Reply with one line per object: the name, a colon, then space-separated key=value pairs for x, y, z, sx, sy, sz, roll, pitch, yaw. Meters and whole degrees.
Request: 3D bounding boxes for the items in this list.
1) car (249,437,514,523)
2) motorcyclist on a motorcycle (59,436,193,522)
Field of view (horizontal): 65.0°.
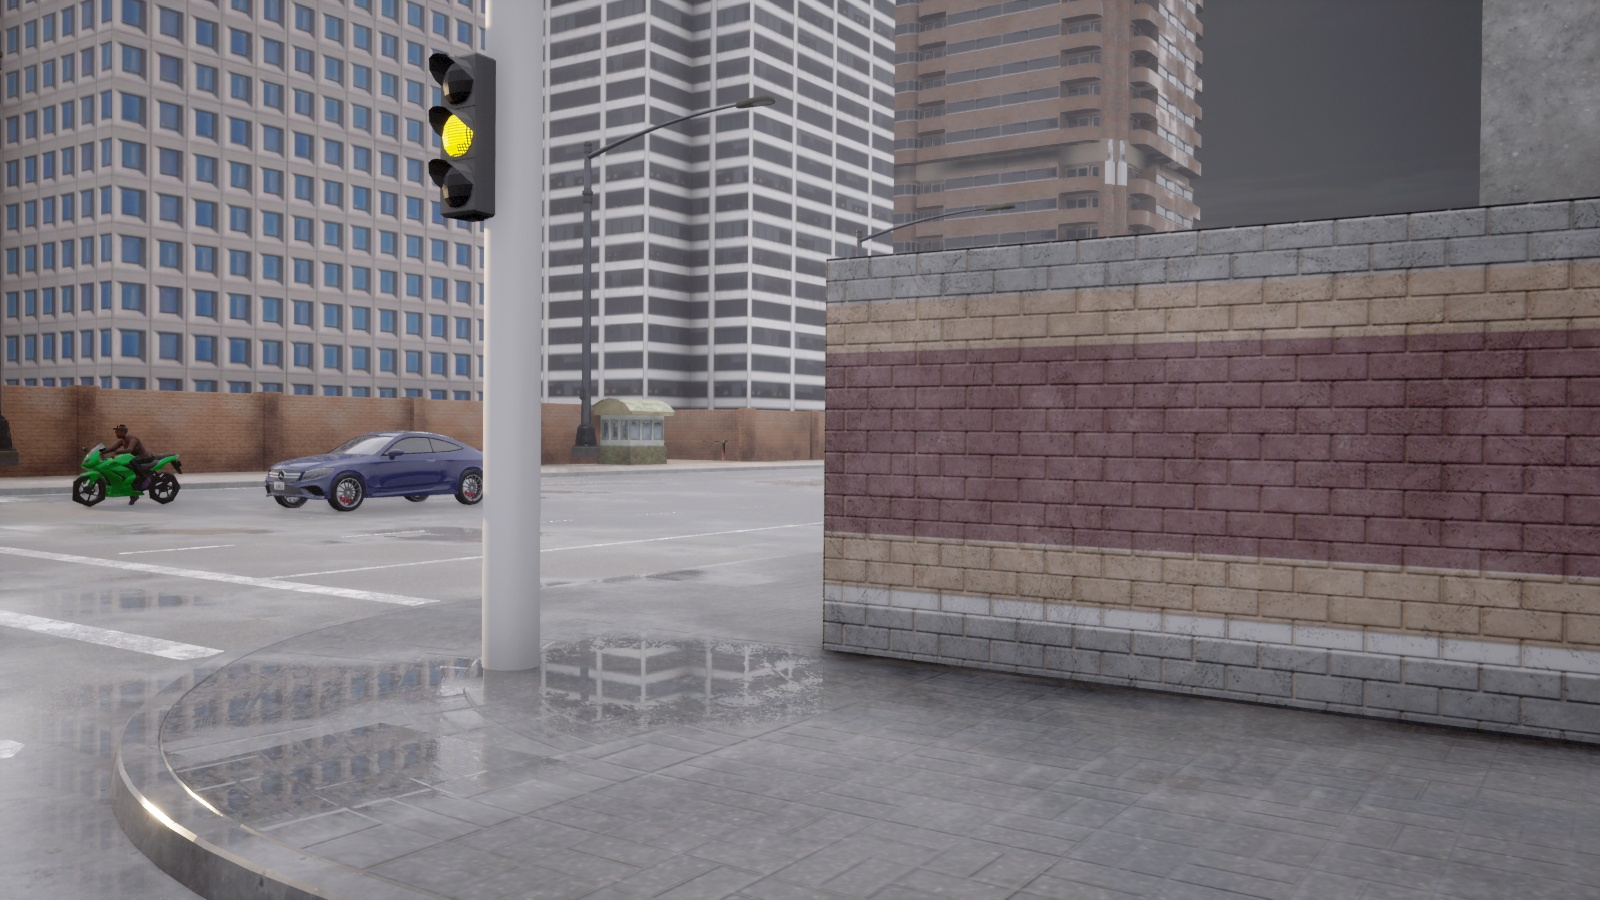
car: x=-7.867 y=0.500 z=24.070 sx=1.812 sy=1.442 sz=4.674 roll=0 pitch=1 yaw=34
motorcyclist on a motorcycle: x=-12.533 y=0.507 z=23.413 sx=0.797 sy=1.523 sz=2.044 roll=0 pitch=1 yaw=34
